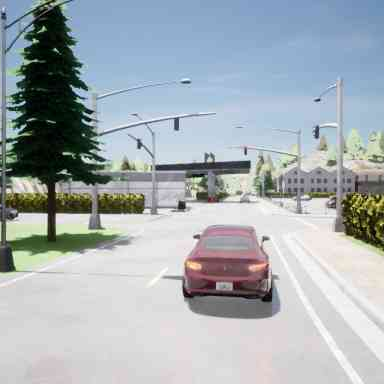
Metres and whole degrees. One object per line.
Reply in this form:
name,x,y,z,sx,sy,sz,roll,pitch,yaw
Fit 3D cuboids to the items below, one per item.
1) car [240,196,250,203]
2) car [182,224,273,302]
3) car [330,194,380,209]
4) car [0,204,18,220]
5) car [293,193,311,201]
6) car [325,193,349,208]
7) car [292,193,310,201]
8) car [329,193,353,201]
car,10.849,1.526,68.068,1.812,1.442,4.674,0,0,10
car,0.940,1.526,8.241,1.812,1.442,4.674,0,0,9
car,19.084,1.340,38.922,4.514,1.523,2.007,0,0,9
car,-16.208,1.492,26.272,4.902,1.511,2.128,0,0,9
car,26.034,1.077,79.047,3.866,1.878,1.905,0,0,9
car,19.529,1.330,42.028,5.027,1.636,2.152,0,0,9
car,24.904,1.361,75.861,3.806,1.475,1.970,0,0,9
car,33.283,1.097,74.555,4.605,1.855,1.932,0,0,9
